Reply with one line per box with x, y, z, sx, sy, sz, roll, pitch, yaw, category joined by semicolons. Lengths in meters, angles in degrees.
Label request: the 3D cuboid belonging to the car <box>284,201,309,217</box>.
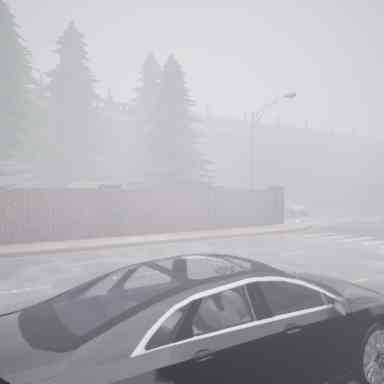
9.223;1.581;32.599;1.812;1.442;4.674;0;0;-32;car

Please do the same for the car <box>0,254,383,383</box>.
0.406;1.491;3.756;4.902;1.511;2.128;0;0;-33;car
